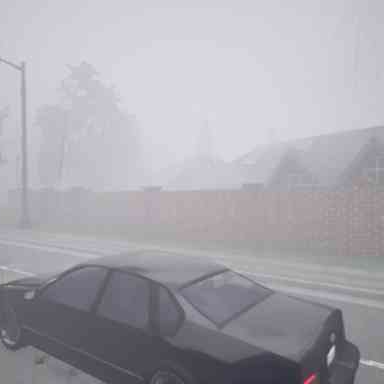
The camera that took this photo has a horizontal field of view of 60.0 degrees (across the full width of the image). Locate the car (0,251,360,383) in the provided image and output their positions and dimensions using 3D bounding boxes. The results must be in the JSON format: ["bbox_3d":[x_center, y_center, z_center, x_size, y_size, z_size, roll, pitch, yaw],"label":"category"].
[{"bbox_3d":[-0.762,1.564,4.537,5.357,1.411,2.033,0,0,36],"label":"car"}]
